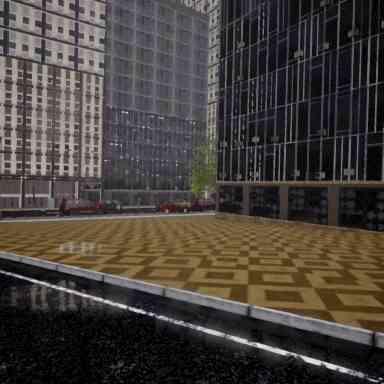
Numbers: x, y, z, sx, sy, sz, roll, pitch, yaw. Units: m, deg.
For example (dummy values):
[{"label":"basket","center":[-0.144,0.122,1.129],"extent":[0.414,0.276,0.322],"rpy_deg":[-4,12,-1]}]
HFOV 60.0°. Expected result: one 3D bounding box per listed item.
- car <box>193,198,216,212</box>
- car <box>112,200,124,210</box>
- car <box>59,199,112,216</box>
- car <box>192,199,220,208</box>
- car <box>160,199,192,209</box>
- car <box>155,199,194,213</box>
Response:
[{"label":"car","center":[2.171,1.782,45.896],"extent":[5.009,1.841,2.192],"rpy_deg":[1,1,-34]},{"label":"car","center":[-11.639,1.721,45.996],"extent":[4.403,1.369,2.008],"rpy_deg":[1,1,-34]},{"label":"car","center":[-11.861,1.645,36.288],"extent":[5.009,1.841,2.192],"rpy_deg":[1,1,-34]},{"label":"car","center":[2.394,1.873,55.605],"extent":[4.313,1.339,1.947],"rpy_deg":[1,1,-34]},{"label":"car","center":[-2.424,1.785,52.305],"extent":[4.829,1.417,1.752],"rpy_deg":[1,1,-34]},{"label":"car","center":[-2.511,1.966,42.698],"extent":[4.507,1.381,1.887],"rpy_deg":[1,1,-34]}]
